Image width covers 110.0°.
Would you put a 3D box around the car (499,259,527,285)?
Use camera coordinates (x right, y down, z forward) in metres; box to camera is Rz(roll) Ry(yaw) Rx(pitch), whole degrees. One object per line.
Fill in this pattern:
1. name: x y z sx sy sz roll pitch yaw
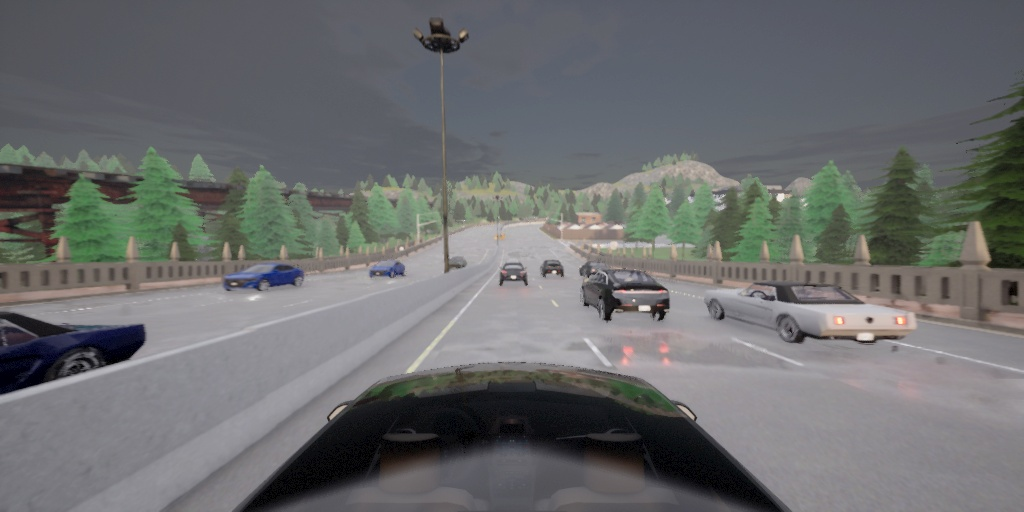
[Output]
1. car: 0.097 1.177 25.029 1.812 1.442 4.674 0 0 0

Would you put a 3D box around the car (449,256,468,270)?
1. car: -7.079 0.843 46.795 2.097 1.767 4.553 0 2 0

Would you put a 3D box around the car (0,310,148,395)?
1. car: -7.100 1.342 3.783 1.895 1.301 4.718 0 0 0

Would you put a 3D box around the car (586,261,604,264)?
1. car: 7.095 1.172 31.112 2.033 1.411 5.357 0 0 0

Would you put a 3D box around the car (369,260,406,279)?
1. car: -10.596 1.103 30.816 1.882 1.535 5.008 0 0 0

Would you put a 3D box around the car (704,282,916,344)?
1. car: 7.099 1.318 9.414 1.895 1.301 4.718 0 0 0

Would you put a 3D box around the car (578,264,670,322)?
1. car: 3.599 1.196 12.157 2.128 1.511 4.902 0 0 0

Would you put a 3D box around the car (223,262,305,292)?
1. car: -14.100 1.146 20.695 1.882 1.535 5.008 0 0 0

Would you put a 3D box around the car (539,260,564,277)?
1. car: 3.596 1.120 32.884 1.837 1.490 4.892 0 0 0
